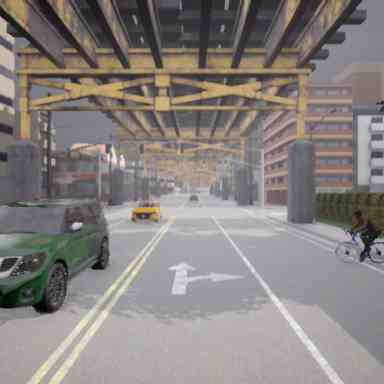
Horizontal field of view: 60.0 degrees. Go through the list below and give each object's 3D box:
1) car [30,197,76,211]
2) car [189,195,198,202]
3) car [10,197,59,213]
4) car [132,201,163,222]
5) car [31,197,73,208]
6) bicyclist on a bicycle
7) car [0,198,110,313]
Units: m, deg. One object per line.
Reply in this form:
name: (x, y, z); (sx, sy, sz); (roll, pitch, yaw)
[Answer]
car: (-16.569, 1.380, 39.840); (4.974, 1.542, 2.038); (0, 0, -20)
car: (0.347, 1.359, 71.231); (1.837, 1.490, 4.892); (0, 0, 0)
car: (-16.915, 1.387, 35.682); (4.974, 1.542, 2.038); (0, 0, 25)
car: (-3.379, 1.431, 25.744); (1.882, 1.535, 5.008); (0, 0, 0)
car: (-16.617, 1.222, 39.821); (4.536, 1.218, 1.853); (0, 0, -20)
bicyclist on a bicycle: (5.203, 1.392, 10.121); (1.656, 1.620, 0.582); (0, 0, 0)
car: (-3.560, 1.206, 7.969); (2.150, 2.045, 5.566); (0, 0, 0)
